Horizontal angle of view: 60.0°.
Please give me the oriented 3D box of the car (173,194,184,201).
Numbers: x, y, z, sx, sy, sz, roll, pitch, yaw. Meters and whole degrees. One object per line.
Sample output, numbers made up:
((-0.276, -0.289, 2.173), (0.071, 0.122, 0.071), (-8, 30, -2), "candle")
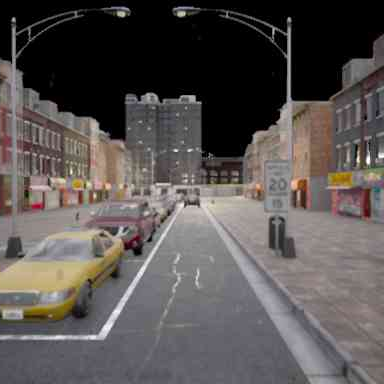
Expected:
((-2.669, 1.050, 67.454), (1.947, 1.339, 4.313), (0, 0, 0), "car")

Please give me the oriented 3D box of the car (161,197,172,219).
((-2.650, 1.341, 23.667), (1.752, 1.417, 4.829), (0, 0, 0), "car")

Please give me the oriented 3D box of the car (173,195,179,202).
((-2.655, 1.298, 34.741), (1.947, 1.339, 4.313), (0, 0, 0), "car")

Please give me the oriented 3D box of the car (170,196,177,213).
((-2.652, 1.339, 29.289), (1.947, 1.339, 4.313), (0, 0, 0), "car")

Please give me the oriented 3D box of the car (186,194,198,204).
((-0.011, 1.076, 52.327), (1.882, 1.535, 5.008), (0, 0, 0), "car")

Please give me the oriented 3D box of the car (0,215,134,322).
((-2.643, 1.468, 7.312), (1.752, 1.417, 4.829), (0, 0, 0), "car")

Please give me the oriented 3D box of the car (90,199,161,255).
((-2.645, 1.214, 12.932), (2.192, 1.841, 5.009), (0, 0, 0), "car")

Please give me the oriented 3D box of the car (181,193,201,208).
((0.023, 1.026, 42.398), (2.097, 1.767, 4.553), (0, 0, 0), "car")

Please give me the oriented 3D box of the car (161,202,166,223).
((-2.647, 1.438, 18.386), (1.802, 1.307, 4.206), (0, 0, 0), "car")

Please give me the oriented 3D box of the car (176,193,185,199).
((-2.674, 0.966, 78.357), (1.947, 1.339, 4.313), (0, 0, 0), "car")

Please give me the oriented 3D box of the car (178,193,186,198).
((-2.678, 0.883, 89.261), (1.947, 1.339, 4.313), (0, 0, 0), "car")

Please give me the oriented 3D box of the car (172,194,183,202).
((-2.667, 1.052, 61.831), (1.752, 1.417, 4.829), (0, 0, 0), "car")

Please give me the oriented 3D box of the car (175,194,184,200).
((-2.671, 1.024, 72.905), (1.802, 1.307, 4.206), (0, 0, 0), "car")

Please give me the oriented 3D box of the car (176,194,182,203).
((-2.657, 1.241, 40.193), (2.008, 1.369, 4.403), (0, 0, 0), "car")
